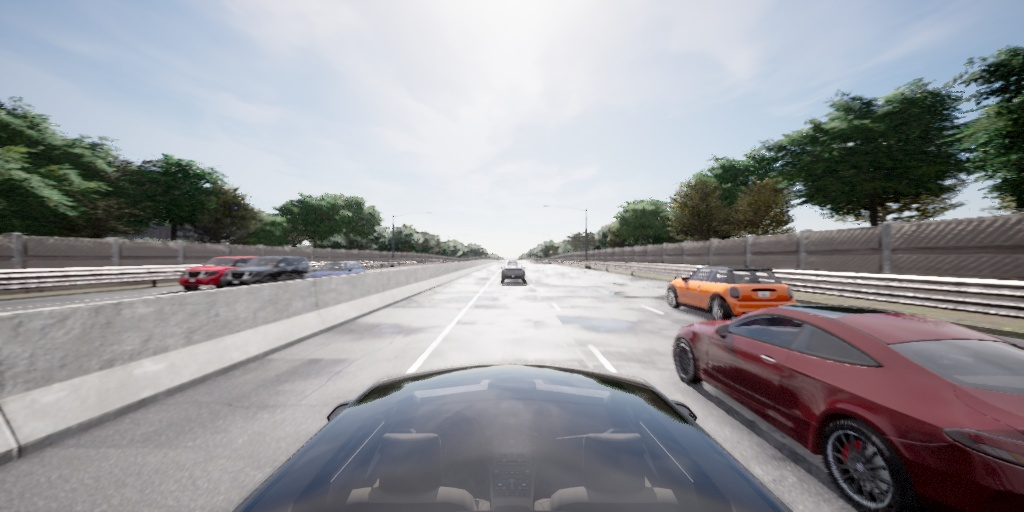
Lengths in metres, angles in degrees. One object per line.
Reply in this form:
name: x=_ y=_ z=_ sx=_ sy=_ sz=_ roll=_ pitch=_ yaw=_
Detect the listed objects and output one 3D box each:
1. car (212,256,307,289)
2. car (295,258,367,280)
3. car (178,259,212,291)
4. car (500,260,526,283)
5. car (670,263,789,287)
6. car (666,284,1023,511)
car: x=-14.019 y=1.001 z=20.990 sx=2.150 sy=2.045 sz=5.566 roll=0 pitch=-1 yaw=0
car: x=-10.516 y=1.128 z=21.629 sx=2.097 sy=1.767 sz=4.553 roll=0 pitch=0 yaw=0
car: x=-17.507 y=1.005 z=22.409 sx=2.150 sy=2.045 sz=5.566 roll=0 pitch=0 yaw=0
car: x=0.102 y=1.288 z=28.492 sx=2.128 sy=1.511 sz=4.902 roll=0 pitch=0 yaw=0
car: x=7.099 y=1.109 z=12.221 sx=2.097 sy=1.767 sz=4.553 roll=0 pitch=0 yaw=0
car: x=3.599 y=1.277 z=4.096 sx=1.812 sy=1.442 sz=4.674 roll=0 pitch=0 yaw=0
